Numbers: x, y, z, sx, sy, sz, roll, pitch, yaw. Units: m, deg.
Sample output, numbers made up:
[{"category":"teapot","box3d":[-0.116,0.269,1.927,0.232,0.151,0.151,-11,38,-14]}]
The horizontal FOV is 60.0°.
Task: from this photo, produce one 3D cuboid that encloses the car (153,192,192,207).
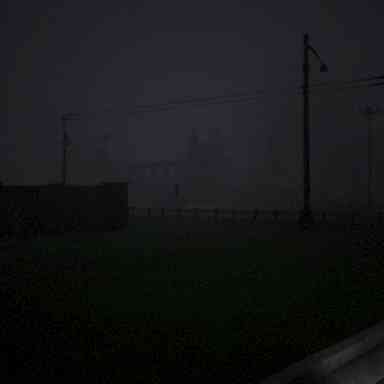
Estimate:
[{"category":"car","box3d":[-2.828,1.009,47.497,5.566,2.045,2.150,0,1,21]}]
